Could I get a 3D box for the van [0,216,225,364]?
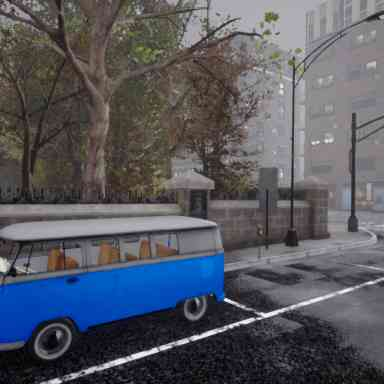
[{"bbox_3d":[-1.302,1.342,5.563,3.998,1.788,1.690,0,1,-35],"label":"van"}]
